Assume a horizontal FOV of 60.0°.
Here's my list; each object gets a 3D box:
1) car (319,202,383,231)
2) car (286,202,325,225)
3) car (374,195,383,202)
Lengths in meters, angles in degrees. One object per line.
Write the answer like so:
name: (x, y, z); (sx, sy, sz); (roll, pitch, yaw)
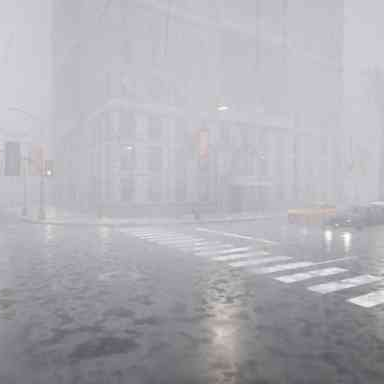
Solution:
car: (10.770, 1.547, 20.926); (5.357, 1.411, 2.033); (0, 0, -32)
car: (8.952, 1.478, 23.914); (5.008, 1.535, 1.882); (0, 0, -32)
car: (17.637, 1.221, 29.220); (5.566, 2.045, 2.150); (0, 0, -31)
